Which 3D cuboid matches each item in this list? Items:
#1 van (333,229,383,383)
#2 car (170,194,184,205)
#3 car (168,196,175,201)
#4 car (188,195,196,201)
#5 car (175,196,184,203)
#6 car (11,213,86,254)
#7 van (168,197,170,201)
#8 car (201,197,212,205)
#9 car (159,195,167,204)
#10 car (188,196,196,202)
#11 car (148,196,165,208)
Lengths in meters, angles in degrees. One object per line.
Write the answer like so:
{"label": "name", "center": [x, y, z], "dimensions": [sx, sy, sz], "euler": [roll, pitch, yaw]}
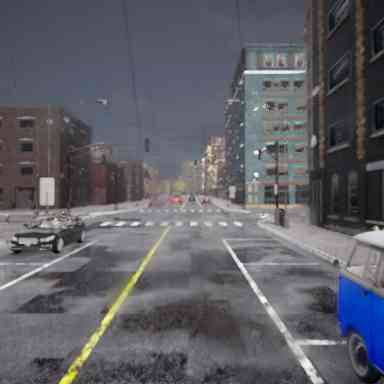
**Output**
{"label": "van", "center": [2.708, 1.350, 2.855], "dimensions": [1.690, 1.788, 3.998], "euler": [1, 0, 0]}
{"label": "car", "center": [-2.994, 1.397, 64.417], "dimensions": [2.150, 2.045, 5.566], "euler": [0, 0, 0]}
{"label": "car", "center": [-5.646, 1.834, 91.437], "dimensions": [1.802, 1.307, 4.206], "euler": [1, 0, 0]}
{"label": "car", "center": [0.030, 1.632, 89.729], "dimensions": [1.994, 1.385, 4.181], "euler": [0, 0, 0]}
{"label": "car", "center": [-2.974, 1.739, 79.947], "dimensions": [1.812, 1.442, 4.674], "euler": [0, 0, 0]}
{"label": "car", "center": [-5.673, 1.590, 13.679], "dimensions": [2.008, 1.369, 4.403], "euler": [1, 0, 0]}
{"label": "van", "center": [-5.651, 1.514, 63.004], "dimensions": [1.690, 1.788, 3.998], "euler": [1, 0, 0]}
{"label": "car", "center": [2.727, 1.613, 63.062], "dimensions": [1.967, 1.590, 4.097], "euler": [1, 0, 0]}
{"label": "car", "center": [-5.657, 1.703, 57.316], "dimensions": [1.887, 1.381, 4.507], "euler": [1, 0, 0]}
{"label": "car", "center": [0.027, 1.749, 79.303], "dimensions": [2.033, 1.411, 5.357], "euler": [0, 0, 0]}
{"label": "car", "center": [-5.735, 1.687, 51.635], "dimensions": [1.887, 1.381, 4.507], "euler": [1, 0, 0]}
